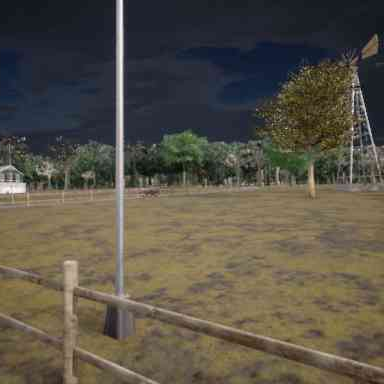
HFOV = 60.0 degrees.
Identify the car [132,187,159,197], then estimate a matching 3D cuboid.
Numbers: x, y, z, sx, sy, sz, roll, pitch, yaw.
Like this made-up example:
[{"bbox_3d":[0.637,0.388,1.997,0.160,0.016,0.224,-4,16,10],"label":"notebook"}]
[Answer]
[{"bbox_3d":[-7.460,-0.012,53.546,1.882,1.535,5.008,-3,1,36],"label":"car"}]
